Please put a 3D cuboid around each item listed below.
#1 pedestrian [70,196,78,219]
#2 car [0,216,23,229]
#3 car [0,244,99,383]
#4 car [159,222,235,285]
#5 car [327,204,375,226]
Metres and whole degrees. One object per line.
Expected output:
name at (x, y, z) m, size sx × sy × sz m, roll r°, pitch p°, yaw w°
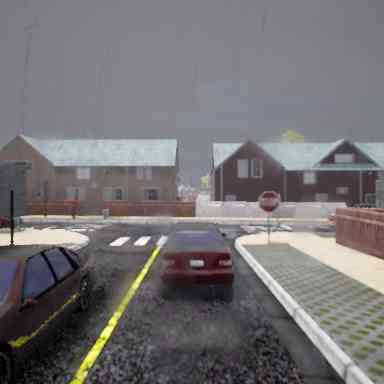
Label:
pedestrian at (-9.379, 1.188, 26.384) m, size 0.375 × 1.860 × 0.375 m, roll 0°, pitch -1°, yaw 1°
car at (-12.918, 1.515, 20.533) m, size 4.674 × 1.442 × 1.812 m, roll 1°, pitch 0°, yaw 4°
car at (-2.903, 1.573, 5.020) m, size 2.033 × 1.411 × 5.357 m, roll 0°, pitch 0°, yaw -1°
car at (0.095, 1.597, 9.708) m, size 2.033 × 1.411 × 5.357 m, roll 0°, pitch 0°, yaw 0°
car at (11.858, 1.596, 23.004) m, size 4.553 × 1.767 × 2.097 m, roll 1°, pitch 0°, yaw 1°
